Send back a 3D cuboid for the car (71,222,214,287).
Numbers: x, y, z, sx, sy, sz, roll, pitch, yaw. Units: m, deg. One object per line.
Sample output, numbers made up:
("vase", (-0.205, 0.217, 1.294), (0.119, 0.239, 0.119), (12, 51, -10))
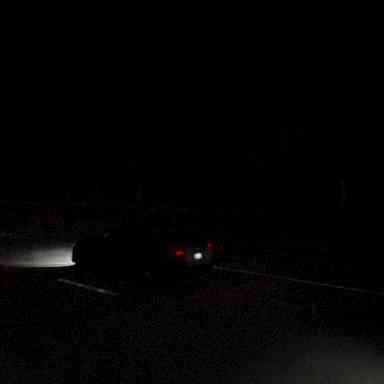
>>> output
("car", (-1.474, 1.536, 9.340), (4.181, 1.385, 1.994), (0, 0, 36))
